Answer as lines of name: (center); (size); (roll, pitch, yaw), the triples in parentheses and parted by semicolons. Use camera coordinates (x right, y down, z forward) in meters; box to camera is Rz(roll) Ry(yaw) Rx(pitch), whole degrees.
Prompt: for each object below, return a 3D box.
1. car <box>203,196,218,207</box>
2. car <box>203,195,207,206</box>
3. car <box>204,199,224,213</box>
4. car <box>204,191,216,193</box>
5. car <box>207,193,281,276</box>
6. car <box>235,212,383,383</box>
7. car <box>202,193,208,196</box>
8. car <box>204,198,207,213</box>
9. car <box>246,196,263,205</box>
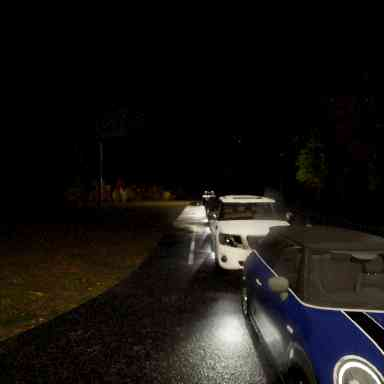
car: (2.646, 1.314, 47.994); (1.994, 1.385, 4.181); (0, 0, 2)
car: (2.158, 1.322, 29.330); (1.882, 1.535, 5.008); (0, 0, 1)
car: (2.303, 1.415, 35.419); (1.895, 1.301, 4.718); (0, 0, 1)
car: (2.833, 0.938, 54.427); (2.150, 2.045, 5.566); (0, 0, 2)
car: (1.727, 1.160, 10.489); (2.150, 2.045, 5.566); (0, 0, 1)
car: (1.940, 1.338, 4.143); (2.097, 1.767, 4.553); (0, 0, 0)
car: (2.460, 1.275, 41.585); (2.128, 1.511, 4.902); (0, 0, 2)
car: (2.012, 1.380, 23.076); (1.837, 1.490, 4.892); (0, 0, 1)
car: (9.693, 1.295, 51.969); (1.994, 1.385, 4.181); (0, 0, 1)
